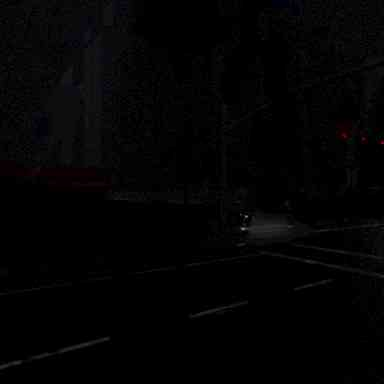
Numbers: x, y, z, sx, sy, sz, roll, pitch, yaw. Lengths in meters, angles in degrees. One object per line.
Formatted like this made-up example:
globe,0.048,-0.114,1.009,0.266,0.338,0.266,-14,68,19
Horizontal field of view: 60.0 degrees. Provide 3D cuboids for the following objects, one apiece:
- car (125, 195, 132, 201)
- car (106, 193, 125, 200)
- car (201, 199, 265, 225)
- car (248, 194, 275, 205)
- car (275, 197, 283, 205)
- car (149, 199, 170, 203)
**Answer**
car,-10.588,1.201,48.064,2.150,2.045,5.566,0,0,-36
car,-10.763,1.329,42.321,2.097,1.767,4.553,0,0,-36
car,2.647,1.481,23.779,1.837,1.490,4.892,0,0,-36
car,10.646,1.193,53.121,1.905,1.878,3.866,0,0,-36
car,13.039,1.199,54.832,1.905,1.878,3.866,0,0,-36
car,-2.918,1.454,31.476,1.882,1.535,5.008,0,0,-36
